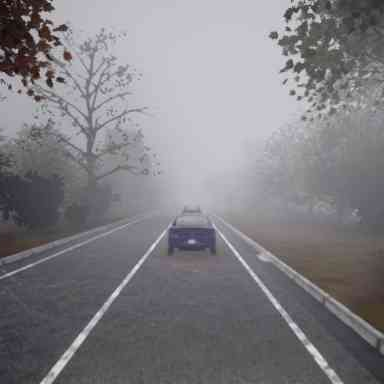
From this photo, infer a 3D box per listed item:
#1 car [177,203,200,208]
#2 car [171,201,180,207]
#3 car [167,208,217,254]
[{"bbox_3d":[0.009,1.959,29.315,2.128,1.511,4.902,0,-1,0],"label":"car"},{"bbox_3d":[-3.487,2.608,71.004,1.895,1.301,4.718,0,-1,0],"label":"car"},{"bbox_3d":[0.008,1.677,14.501,1.882,1.535,5.008,0,-1,0],"label":"car"}]
